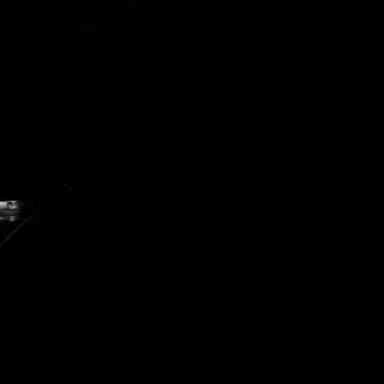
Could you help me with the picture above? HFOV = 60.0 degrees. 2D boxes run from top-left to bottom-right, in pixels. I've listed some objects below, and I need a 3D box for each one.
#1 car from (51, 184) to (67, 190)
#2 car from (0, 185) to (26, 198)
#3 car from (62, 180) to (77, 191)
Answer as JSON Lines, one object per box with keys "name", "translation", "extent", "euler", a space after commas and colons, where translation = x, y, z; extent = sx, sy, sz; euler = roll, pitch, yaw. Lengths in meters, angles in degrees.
{"name": "car", "translation": [-18.217, -0.439, 45.640], "extent": [1.895, 1.301, 4.718], "euler": [-1, 3, -12]}
{"name": "car", "translation": [-19.971, -0.049, 36.964], "extent": [2.128, 1.511, 4.902], "euler": [0, 3, -12]}
{"name": "car", "translation": [-20.467, -1.123, 55.677], "extent": [1.837, 1.490, 4.892], "euler": [-1, 3, -15]}
